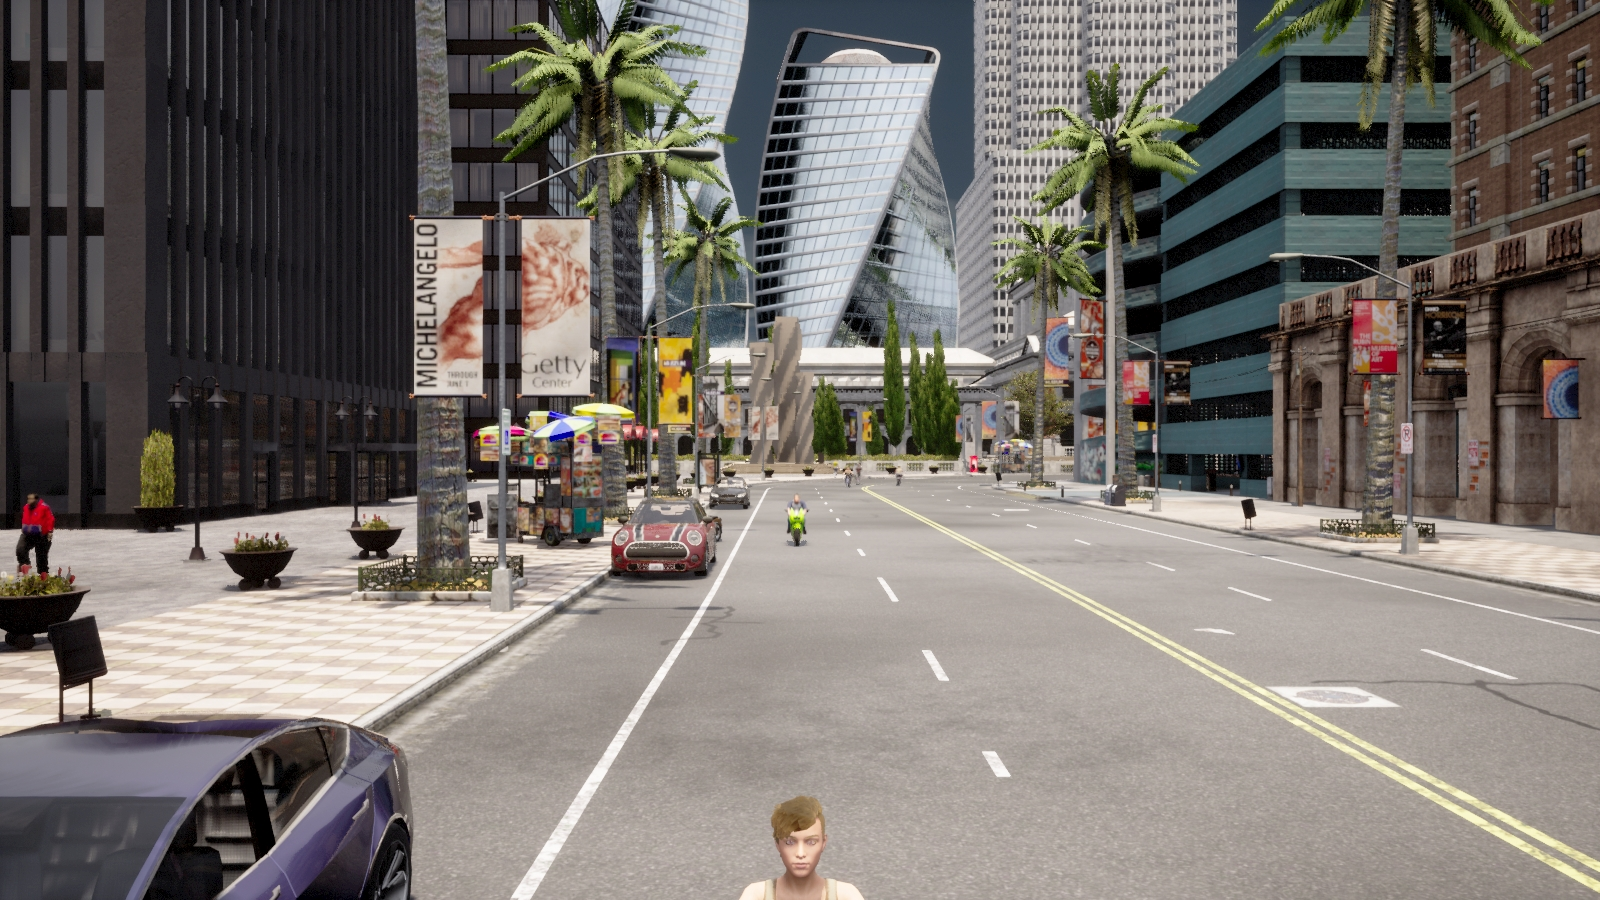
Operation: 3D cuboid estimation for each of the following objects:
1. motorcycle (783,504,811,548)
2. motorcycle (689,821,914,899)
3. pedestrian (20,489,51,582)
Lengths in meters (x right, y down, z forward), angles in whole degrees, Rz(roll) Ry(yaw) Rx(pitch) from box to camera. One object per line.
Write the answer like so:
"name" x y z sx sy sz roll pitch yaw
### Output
"motorcycle" -0.092 2.226 33.788 0.803 1.145 2.033 0 0 -1
"motorcycle" 0.005 2.172 3.546 0.764 1.277 2.356 0 0 0
"pedestrian" -15.523 1.723 23.200 0.375 1.860 0.375 0 0 2
